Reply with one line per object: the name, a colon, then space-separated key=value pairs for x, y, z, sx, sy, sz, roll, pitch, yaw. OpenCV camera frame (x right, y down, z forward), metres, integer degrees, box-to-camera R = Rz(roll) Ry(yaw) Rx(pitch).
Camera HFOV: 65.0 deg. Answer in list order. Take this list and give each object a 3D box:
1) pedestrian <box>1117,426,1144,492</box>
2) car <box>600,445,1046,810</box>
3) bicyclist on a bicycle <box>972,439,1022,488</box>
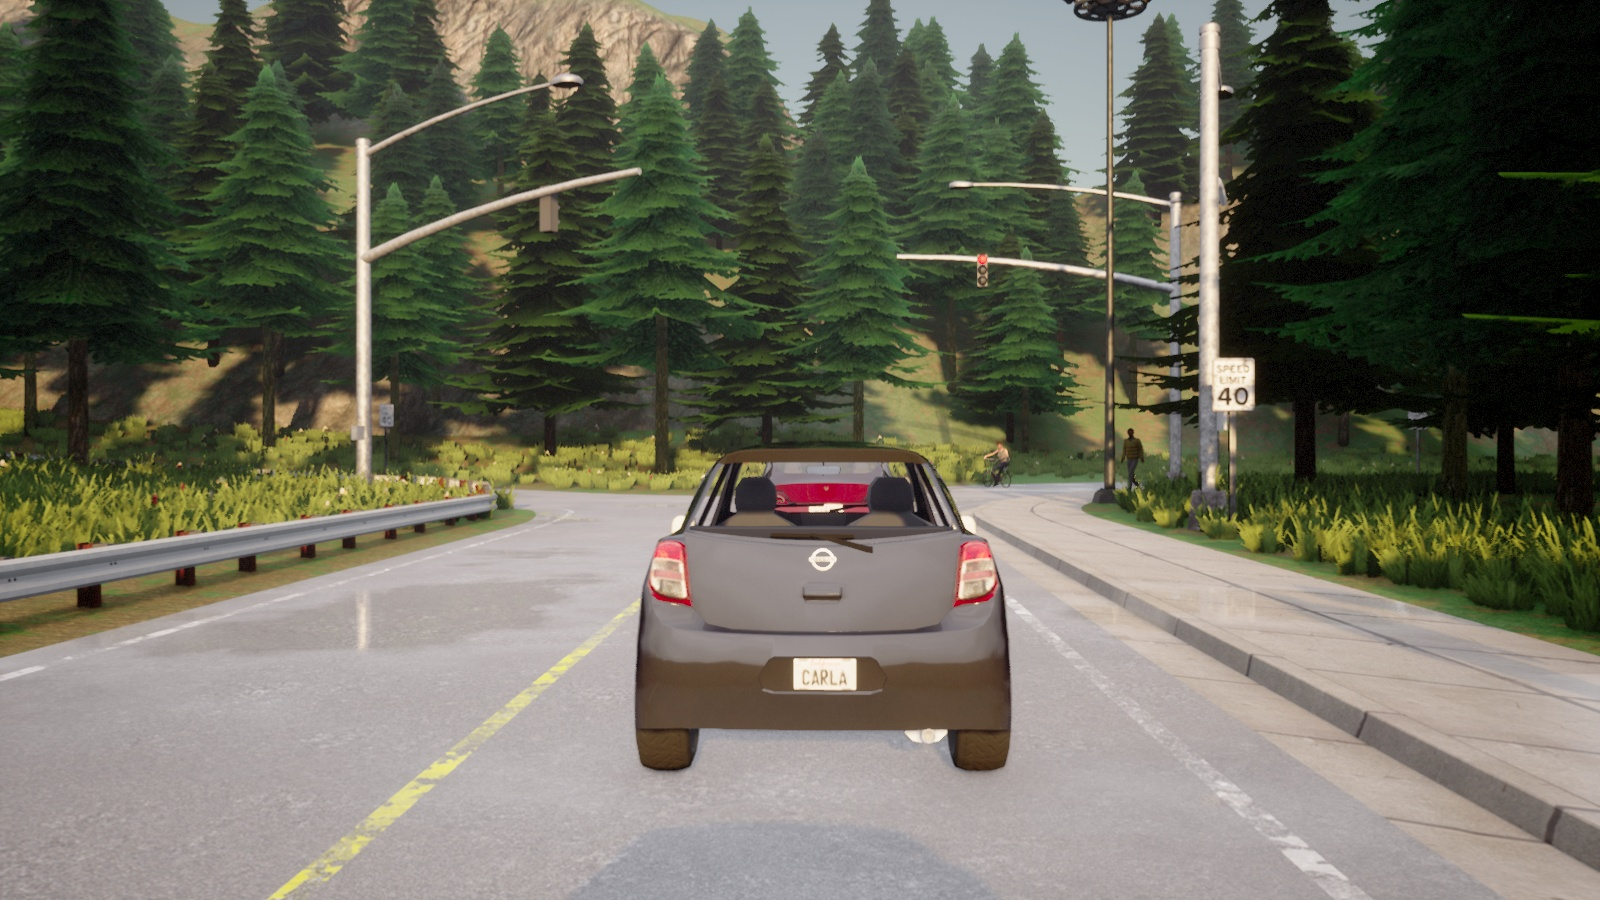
pedestrian: x=9.232 y=0.242 z=35.046 sx=0.431 sy=1.840 sz=0.709 roll=0 pitch=0 yaw=45
car: x=0.128 y=0.726 z=7.014 sx=1.845 sy=1.501 sz=3.633 roll=0 pitch=0 yaw=1
bicyclist on a bicycle: x=6.705 y=0.474 z=42.768 sx=1.509 sy=1.612 sz=0.866 roll=3 pitch=-2 yaw=-41
